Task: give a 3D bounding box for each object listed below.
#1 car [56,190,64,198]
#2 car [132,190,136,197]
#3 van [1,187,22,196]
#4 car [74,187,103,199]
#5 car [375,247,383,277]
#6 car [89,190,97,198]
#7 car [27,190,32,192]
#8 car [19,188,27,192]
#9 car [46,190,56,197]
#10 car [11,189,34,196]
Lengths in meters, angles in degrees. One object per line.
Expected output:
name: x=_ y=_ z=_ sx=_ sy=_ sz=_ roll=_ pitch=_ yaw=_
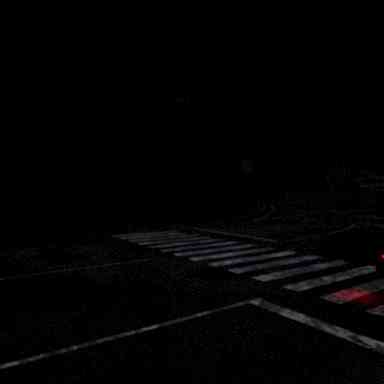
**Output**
car: x=-24.323 y=0.444 z=66.937 sx=2.163 sy=1.488 sz=4.792 roll=0 pitch=2 yaw=17
car: x=-10.062 y=0.039 z=56.219 sx=2.435 sy=2.045 sz=5.566 roll=-1 pitch=1 yaw=16
van: x=-45.259 y=-0.129 z=83.529 sx=1.878 sy=1.987 sz=4.442 roll=0 pitch=2 yaw=19
car: x=-19.592 y=0.156 z=63.378 sx=2.435 sy=2.045 sz=5.566 roll=-1 pitch=2 yaw=17
car: x=6.873 y=1.556 z=8.541 sx=5.357 sy=1.411 sz=2.033 roll=0 pitch=0 yaw=-34
car: x=-17.256 y=0.393 z=61.382 sx=1.946 sy=1.575 sz=5.366 roll=-1 pitch=2 yaw=17
car: x=-33.701 y=0.178 z=74.263 sx=2.185 sy=1.767 sz=4.553 roll=0 pitch=2 yaw=18
car: x=-38.316 y=0.218 z=78.014 sx=2.097 sy=1.535 sz=5.008 roll=0 pitch=2 yaw=19
car: x=-26.681 y=0.150 z=68.747 sx=2.435 sy=2.045 sz=5.566 roll=0 pitch=2 yaw=18
car: x=-40.638 y=0.177 z=79.877 sx=2.097 sy=1.535 sz=5.008 roll=0 pitch=2 yaw=19
